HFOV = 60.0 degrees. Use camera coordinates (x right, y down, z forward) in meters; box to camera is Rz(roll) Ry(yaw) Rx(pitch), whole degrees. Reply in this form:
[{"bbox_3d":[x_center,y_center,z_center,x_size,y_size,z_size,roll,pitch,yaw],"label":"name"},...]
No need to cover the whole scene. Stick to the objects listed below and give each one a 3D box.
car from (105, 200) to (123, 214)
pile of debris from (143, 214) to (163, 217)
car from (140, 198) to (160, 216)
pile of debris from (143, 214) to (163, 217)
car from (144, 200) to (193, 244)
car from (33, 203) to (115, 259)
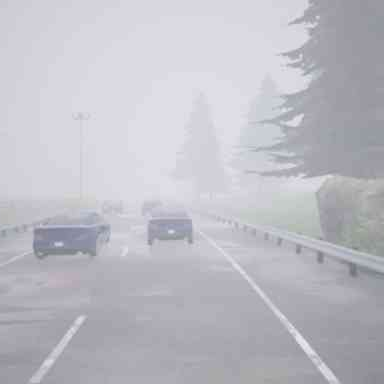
[{"bbox_3d":[-7.497,1.407,31.700,1.895,1.301,4.718,0,0,-11],"label":"car"},{"bbox_3d":[-3.311,1.985,28.170,1.500,0.140,1.860,0,0,-11],"label":"pile of debris"},{"bbox_3d":[-3.681,1.273,30.361,1.882,1.535,5.008,0,0,-11],"label":"car"},{"bbox_3d":[-3.311,1.985,28.170,1.500,0.140,1.860,0,0,-11],"label":"pile of debris"},{"bbox_3d":[-1.087,1.370,15.301,1.882,1.535,5.008,0,0,-7],"label":"car"},{"bbox_3d":[-4.270,1.408,12.495,1.882,1.535,5.008,0,0,-6],"label":"car"}]
